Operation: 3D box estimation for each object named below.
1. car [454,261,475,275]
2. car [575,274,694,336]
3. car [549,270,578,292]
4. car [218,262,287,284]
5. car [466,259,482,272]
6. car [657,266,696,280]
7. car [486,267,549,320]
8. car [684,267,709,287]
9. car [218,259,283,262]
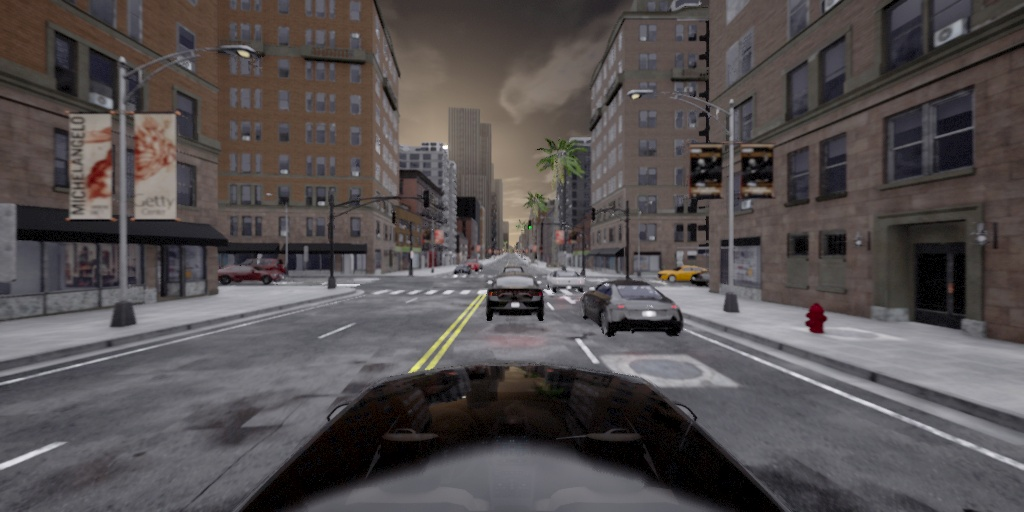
[{"bbox_3d":[-6.593,1.776,48.328,1.994,1.385,4.181,0,-1,0],"label":"car"},{"bbox_3d":[3.344,1.403,10.756,1.994,1.385,4.181,0,-1,0],"label":"car"},{"bbox_3d":[3.326,1.565,23.044,1.895,1.301,4.718,0,-1,0],"label":"car"},{"bbox_3d":[-20.452,1.414,28.094,4.674,1.442,1.812,1,0,-9],"label":"car"},{"bbox_3d":[-6.566,1.529,58.105,2.150,2.045,5.566,0,-1,0],"label":"car"},{"bbox_3d":[16.325,1.663,33.862,5.008,1.535,1.882,0,0,0],"label":"car"},{"bbox_3d":[0.101,1.342,13.269,1.882,1.535,5.008,0,-1,0],"label":"car"},{"bbox_3d":[16.209,1.776,27.911,4.313,1.339,1.948,0,0,0],"label":"car"},{"bbox_3d":[-23.893,1.155,33.411,5.009,1.841,2.192,0,0,-9],"label":"car"}]
